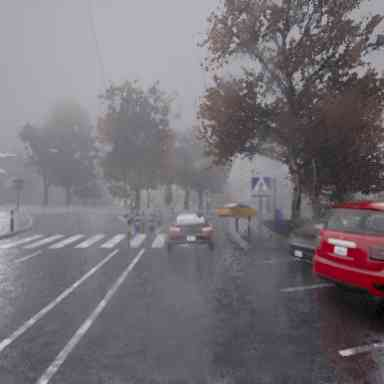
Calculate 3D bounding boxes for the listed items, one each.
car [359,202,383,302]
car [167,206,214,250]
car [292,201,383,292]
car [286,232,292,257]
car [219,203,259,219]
[{"bbox_3d":[5.292,1.241,4.249,5.566,2.045,2.435,1,0,-21],"label":"car"},{"bbox_3d":[-0.073,1.522,14.251,1.812,1.442,4.674,0,0,-1],"label":"car"},{"bbox_3d":[5.315,1.240,7.252,5.566,2.045,2.435,1,0,-21],"label":"car"},{"bbox_3d":[5.243,1.491,10.211,4.892,1.521,2.231,1,0,-21],"label":"car"},{"bbox_3d":[4.577,1.782,31.856,1.882,1.535,5.008,0,-2,40],"label":"car"}]
